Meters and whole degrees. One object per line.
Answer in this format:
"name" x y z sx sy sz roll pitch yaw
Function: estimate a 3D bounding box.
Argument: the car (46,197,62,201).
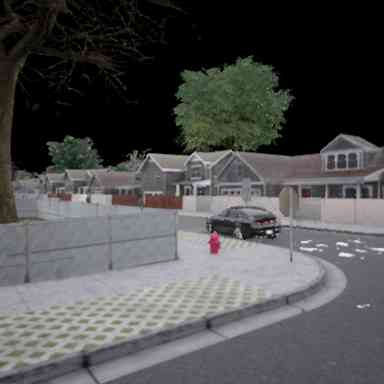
"car" -19.254 1.454 46.514 1.882 1.535 5.008 0 0 -36

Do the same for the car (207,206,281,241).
"car" 2.337 1.464 16.308 1.837 1.490 4.892 -6 2 -23
